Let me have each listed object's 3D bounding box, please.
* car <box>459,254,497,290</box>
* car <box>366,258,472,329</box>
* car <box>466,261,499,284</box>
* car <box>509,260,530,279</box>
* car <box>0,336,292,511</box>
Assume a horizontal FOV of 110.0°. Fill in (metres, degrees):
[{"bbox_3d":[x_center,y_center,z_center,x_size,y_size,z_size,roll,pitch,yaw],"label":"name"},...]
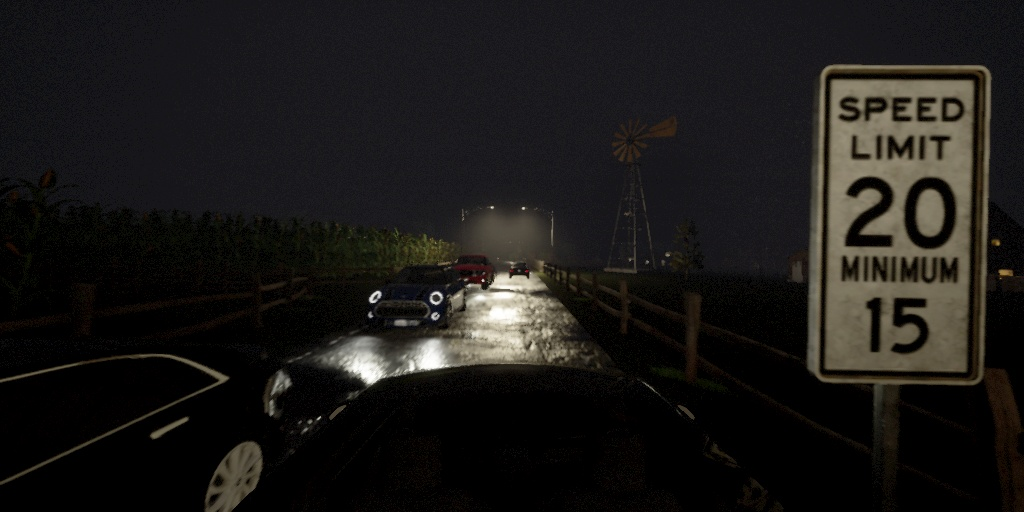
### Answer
[{"bbox_3d":[-2.432,0.926,22.544,2.150,2.045,5.566,1,0,2],"label":"car"},{"bbox_3d":[-2.684,1.058,11.075,2.097,1.767,4.553,1,0,1],"label":"car"},{"bbox_3d":[-2.223,1.233,28.319,2.128,1.511,4.902,1,0,1],"label":"car"},{"bbox_3d":[0.674,1.290,32.628,2.033,1.411,5.357,1,0,2],"label":"car"},{"bbox_3d":[-2.882,1.218,1.195,1.837,1.490,4.892,1,0,1],"label":"car"}]
